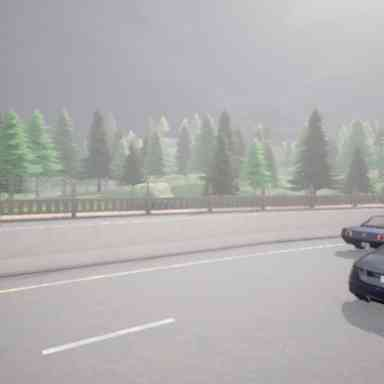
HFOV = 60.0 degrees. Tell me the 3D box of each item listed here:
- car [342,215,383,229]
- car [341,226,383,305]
[{"bbox_3d":[7.820,1.481,12.205,4.718,1.301,1.895,0,0,-27],"label":"car"},{"bbox_3d":[5.156,1.495,6.744,4.181,1.385,1.994,0,0,-30],"label":"car"}]
